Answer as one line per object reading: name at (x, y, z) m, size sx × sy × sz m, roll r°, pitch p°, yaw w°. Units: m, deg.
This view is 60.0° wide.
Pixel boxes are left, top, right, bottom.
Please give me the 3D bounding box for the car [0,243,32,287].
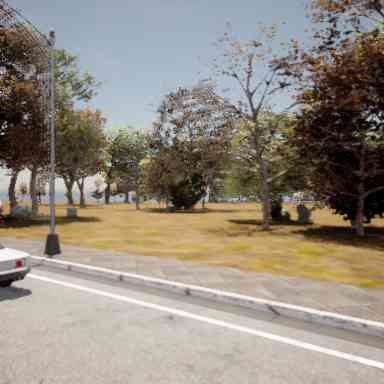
car at (-5.977, 1.566, 7.833) m, size 4.718 × 1.301 × 1.895 m, roll 0°, pitch 0°, yaw 32°
